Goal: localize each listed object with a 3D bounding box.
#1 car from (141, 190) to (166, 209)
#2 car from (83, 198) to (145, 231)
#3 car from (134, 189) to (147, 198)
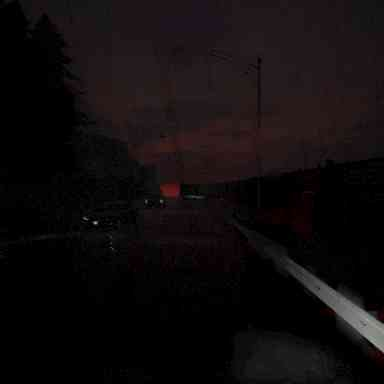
[{"bbox_3d":[-4.007,0.952,36.789,2.097,1.767,4.553,0,1,0],"label":"car"},{"bbox_3d":[-4.499,1.296,19.238,1.837,1.490,4.892,0,0,9],"label":"car"},{"bbox_3d":[-8.920,0.510,66.424,5.566,2.045,2.150,0,0,6],"label":"car"}]
